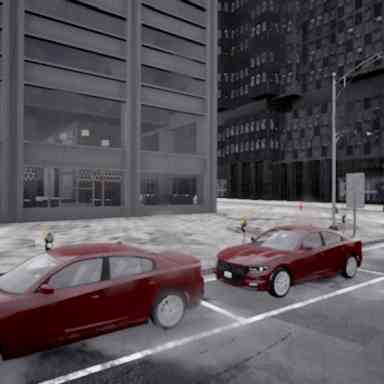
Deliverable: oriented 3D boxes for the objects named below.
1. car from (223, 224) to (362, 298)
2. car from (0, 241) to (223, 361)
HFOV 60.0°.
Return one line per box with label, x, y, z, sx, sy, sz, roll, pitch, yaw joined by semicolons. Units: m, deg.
car;2.605;1.559;8.561;4.507;1.381;1.887;0;0;-36
car;-1.877;1.548;5.331;4.507;1.381;1.887;0;0;-36
